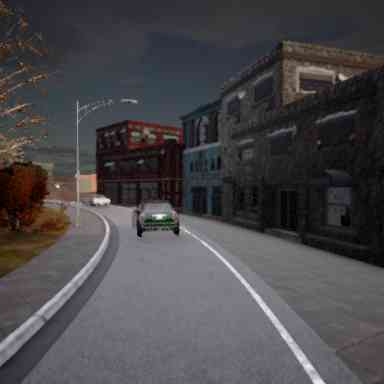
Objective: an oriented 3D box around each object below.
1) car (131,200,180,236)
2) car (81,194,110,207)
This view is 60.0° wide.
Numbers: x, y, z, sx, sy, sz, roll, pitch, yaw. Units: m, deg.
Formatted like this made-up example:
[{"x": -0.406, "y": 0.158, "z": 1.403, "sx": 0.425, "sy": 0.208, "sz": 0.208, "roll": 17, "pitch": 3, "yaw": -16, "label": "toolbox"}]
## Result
[{"x": -2.062, "y": 1.194, "z": 17.797, "sx": 2.097, "sy": 1.767, "sz": 4.553, "roll": 0, "pitch": 1, "yaw": -14, "label": "car"}, {"x": -10.842, "y": 0.914, "z": 37.113, "sx": 1.895, "sy": 1.301, "sz": 4.718, "roll": -1, "pitch": 2, "yaw": -35, "label": "car"}]
